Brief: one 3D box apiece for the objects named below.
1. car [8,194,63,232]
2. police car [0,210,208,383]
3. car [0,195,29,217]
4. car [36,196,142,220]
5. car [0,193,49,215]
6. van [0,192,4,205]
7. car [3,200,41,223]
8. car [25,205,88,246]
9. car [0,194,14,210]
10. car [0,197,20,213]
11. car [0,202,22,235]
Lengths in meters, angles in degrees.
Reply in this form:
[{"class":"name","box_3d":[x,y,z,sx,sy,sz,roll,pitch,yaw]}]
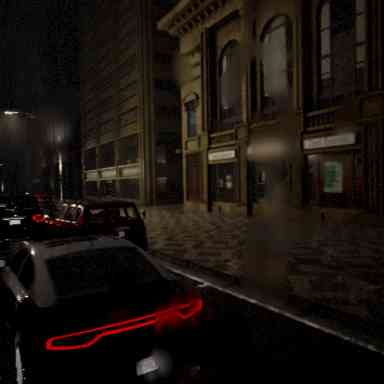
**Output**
[{"class":"car","box_3d":[-9.425,1.094,19.762,2.192,1.841,5.009,-2,2,-34]},{"class":"police car","box_3d":[-1.839,1.343,5.153,1.930,1.638,5.238,-2,2,-34]},{"class":"car","box_3d":[-15.671,1.166,29.064,1.967,1.590,4.097,-2,2,-34]},{"class":"car","box_3d":[-3.175,1.148,10.464,2.192,1.841,5.009,-2,2,-34]},{"class":"car","box_3d":[-7.416,1.093,13.354,2.150,2.045,5.566,-2,1,-34]},{"class":"van","box_3d":[-28.173,0.963,47.657,1.690,1.788,3.998,-2,2,-34]},{"class":"car","box_3d":[-12.543,1.318,24.418,1.947,1.339,4.313,-2,2,-34]},{"class":"car","box_3d":[-6.293,1.387,15.120,1.802,1.307,4.206,-2,2,-34]},{"class":"car","box_3d":[-21.921,1.114,38.362,1.967,1.590,4.097,-2,2,-34]},{"class":"car","box_3d":[-18.793,1.266,33.716,1.947,1.339,4.313,-2,2,-34]},{"class":"car","box_3d":[-10.701,1.366,18.343,1.812,1.442,4.674,-2,1,-34]}]
